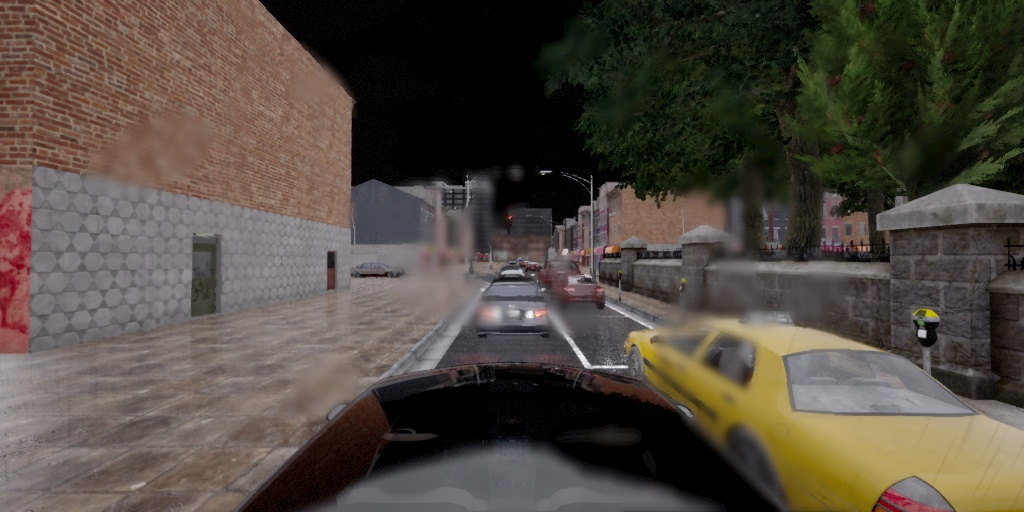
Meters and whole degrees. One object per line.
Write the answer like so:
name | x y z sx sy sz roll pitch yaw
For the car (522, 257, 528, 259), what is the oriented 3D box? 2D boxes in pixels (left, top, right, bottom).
car | 2.599 1.403 62.905 1.888 1.381 4.507 0 0 0

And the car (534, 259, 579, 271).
car | 2.628 1.076 20.165 2.192 1.841 5.009 0 0 0

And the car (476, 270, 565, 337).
car | 0.062 1.300 10.234 2.033 1.411 5.357 0 0 0

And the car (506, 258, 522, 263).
car | 0.082 1.331 52.661 1.837 1.490 4.892 0 0 0

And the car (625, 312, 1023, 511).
car | 2.639 1.276 3.988 1.751 1.417 4.829 0 0 0

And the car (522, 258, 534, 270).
car | 2.610 1.356 46.594 1.888 1.381 4.507 0 0 0

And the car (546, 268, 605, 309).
car | 2.632 1.338 14.716 1.802 1.307 4.207 0 0 0

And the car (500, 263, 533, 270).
car | 0.014 1.287 19.946 1.812 1.442 4.674 0 0 1

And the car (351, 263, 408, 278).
car | -12.066 1.290 31.700 5.357 1.411 2.033 0 -1 -4
